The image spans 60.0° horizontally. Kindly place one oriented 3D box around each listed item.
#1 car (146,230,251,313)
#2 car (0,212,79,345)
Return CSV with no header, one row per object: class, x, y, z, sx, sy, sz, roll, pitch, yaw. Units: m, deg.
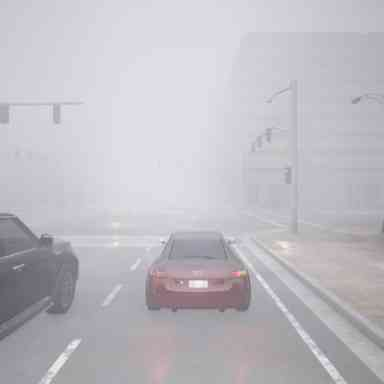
car,0.115,1.563,7.761,1.994,1.385,4.181,0,0,0
car,-3.395,1.221,4.436,2.150,2.045,5.566,0,0,1
